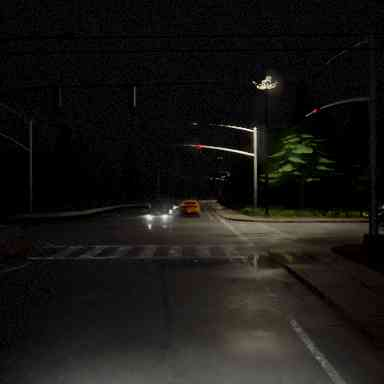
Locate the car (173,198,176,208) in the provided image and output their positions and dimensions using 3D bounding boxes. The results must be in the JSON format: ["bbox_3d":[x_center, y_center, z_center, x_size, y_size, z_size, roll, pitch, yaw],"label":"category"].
[{"bbox_3d":[-3.598,1.641,46.562,1.837,1.490,4.892,0,0,0],"label":"car"}]

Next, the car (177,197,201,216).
[{"bbox_3d":[-0.138,1.563,33.154,1.882,1.535,5.008,0,0,2],"label":"car"}]

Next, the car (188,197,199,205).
[{"bbox_3d":[0.318,1.687,65.342,1.812,1.442,4.674,0,0,2],"label":"car"}]

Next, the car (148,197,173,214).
[{"bbox_3d":[-3.612,1.464,36.691,2.097,1.767,4.553,0,0,0],"label":"car"}]

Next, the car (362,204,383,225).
[{"bbox_3d":[14.382,1.235,21.987,5.566,2.045,2.150,0,0,1],"label":"car"}]
